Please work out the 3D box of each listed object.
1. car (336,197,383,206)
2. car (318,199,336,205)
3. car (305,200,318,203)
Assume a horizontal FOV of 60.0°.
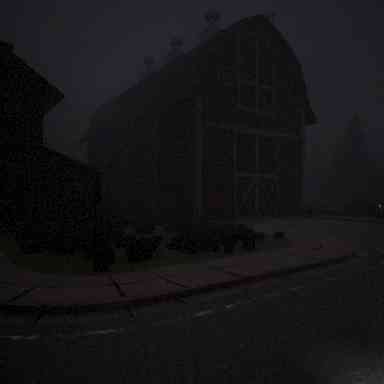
[{"bbox_3d":[18.226,1.363,35.080,2.097,1.767,4.553,0,0,-34],"label":"car"},{"bbox_3d":[16.978,1.575,43.445,1.994,1.385,4.181,0,0,-34],"label":"car"},{"bbox_3d":[13.047,1.506,42.634,2.128,1.511,4.902,0,0,-34],"label":"car"}]
